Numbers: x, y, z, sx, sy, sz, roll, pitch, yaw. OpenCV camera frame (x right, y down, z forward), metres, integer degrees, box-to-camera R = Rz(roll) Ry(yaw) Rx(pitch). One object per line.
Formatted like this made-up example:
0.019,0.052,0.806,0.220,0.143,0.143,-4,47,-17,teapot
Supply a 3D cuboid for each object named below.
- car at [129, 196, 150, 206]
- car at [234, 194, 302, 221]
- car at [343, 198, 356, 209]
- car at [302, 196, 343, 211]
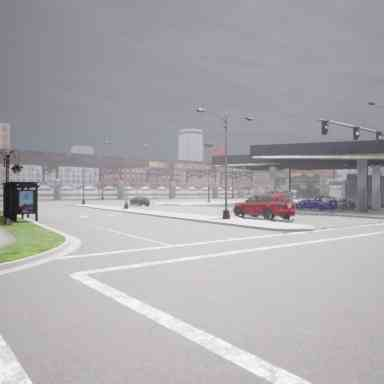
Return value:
-8.671,1.502,54.439,1.837,1.490,4.892,0,-1,-35,car
5.889,1.221,27.473,2.150,2.045,5.566,0,0,-35,car
18.580,1.456,42.233,1.970,1.475,3.806,0,0,-35,car
14.306,1.295,38.319,2.242,1.667,4.611,0,0,-35,car
